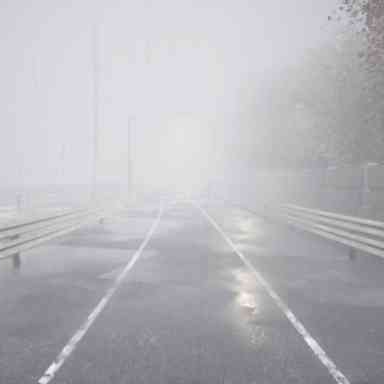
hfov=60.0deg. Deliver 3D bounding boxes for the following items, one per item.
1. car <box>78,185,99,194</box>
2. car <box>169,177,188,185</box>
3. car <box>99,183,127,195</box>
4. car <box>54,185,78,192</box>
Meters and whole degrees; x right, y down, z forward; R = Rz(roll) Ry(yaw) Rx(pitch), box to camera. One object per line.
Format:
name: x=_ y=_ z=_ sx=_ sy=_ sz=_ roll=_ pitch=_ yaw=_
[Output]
car: x=-14.953 y=-0.420 z=52.546 sx=2.033 sy=1.411 sz=5.357 roll=1 pitch=4 yaw=21
car: x=-3.655 y=-2.736 z=90.572 sx=1.882 sy=1.535 sz=5.008 roll=1 pitch=4 yaw=22
car: x=-11.682 y=-0.563 z=51.288 sx=2.097 sy=1.767 sz=4.553 roll=1 pitch=4 yaw=21
car: x=-19.078 y=-0.382 z=51.600 sx=1.837 sy=1.490 sz=4.892 roll=1 pitch=4 yaw=21
